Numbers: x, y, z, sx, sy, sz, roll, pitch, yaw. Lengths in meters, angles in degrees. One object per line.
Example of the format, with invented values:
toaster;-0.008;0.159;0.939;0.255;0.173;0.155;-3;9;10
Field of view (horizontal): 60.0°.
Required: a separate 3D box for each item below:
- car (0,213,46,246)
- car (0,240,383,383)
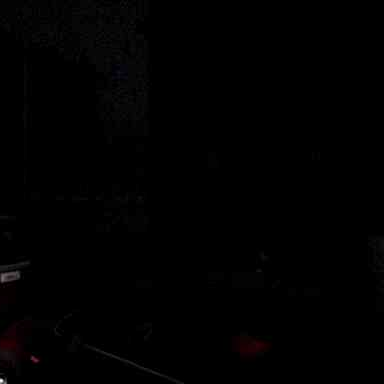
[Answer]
car;-4.569;1.302;6.199;5.009;1.841;2.192;0;0;35
car;-0.133;1.437;3.054;4.097;1.590;1.967;0;0;35
